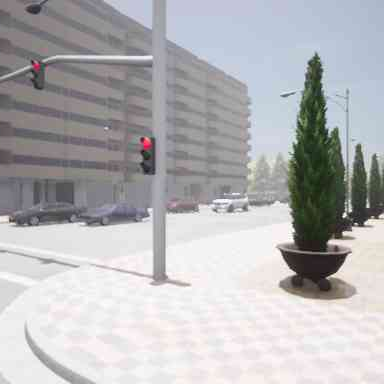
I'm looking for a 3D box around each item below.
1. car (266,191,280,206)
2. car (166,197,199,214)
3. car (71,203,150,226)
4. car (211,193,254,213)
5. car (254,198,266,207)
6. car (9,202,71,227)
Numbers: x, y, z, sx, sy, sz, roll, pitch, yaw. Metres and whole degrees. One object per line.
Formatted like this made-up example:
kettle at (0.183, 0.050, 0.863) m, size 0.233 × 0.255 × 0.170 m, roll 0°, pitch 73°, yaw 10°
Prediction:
car at (13.329, 0.788, 48.627) m, size 2.150 × 2.045 × 5.566 m, roll 0°, pitch 0°, yaw 36°
car at (-1.279, 1.300, 34.721) m, size 2.097 × 1.767 × 4.553 m, roll 0°, pitch 0°, yaw 36°
car at (-5.297, 1.495, 23.220) m, size 2.033 × 1.411 × 5.357 m, roll 0°, pitch 0°, yaw 36°
car at (4.232, 1.165, 36.332) m, size 2.150 × 2.045 × 5.566 m, roll 0°, pitch 1°, yaw 36°
car at (10.502, 1.556, 50.691) m, size 1.895 × 1.301 × 4.718 m, roll 0°, pitch 0°, yaw 36°
car at (-9.879, 1.453, 22.800) m, size 1.837 × 1.490 × 4.892 m, roll 0°, pitch 0°, yaw 35°
